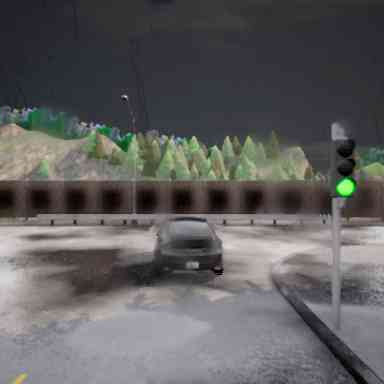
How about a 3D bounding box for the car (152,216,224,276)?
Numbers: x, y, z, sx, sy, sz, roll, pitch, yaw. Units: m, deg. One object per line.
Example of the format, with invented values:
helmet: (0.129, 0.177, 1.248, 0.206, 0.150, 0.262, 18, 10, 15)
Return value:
car: (-0.244, 1.523, 10.469, 1.837, 1.490, 4.892, 0, 0, -6)
